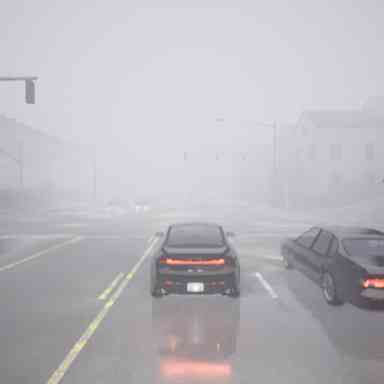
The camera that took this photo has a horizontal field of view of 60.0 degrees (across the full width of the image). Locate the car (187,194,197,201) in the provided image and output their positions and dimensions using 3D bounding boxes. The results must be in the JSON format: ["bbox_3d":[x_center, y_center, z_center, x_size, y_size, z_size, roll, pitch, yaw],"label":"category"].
[{"bbox_3d":[0.019,1.219,69.212,2.033,1.411,5.357,0,0,0],"label":"car"}]

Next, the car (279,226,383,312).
[{"bbox_3d":[3.577,1.509,7.870,2.033,1.411,5.357,0,0,0],"label":"car"}]

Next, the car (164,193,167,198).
[{"bbox_3d":[-6.979,0.800,79.122,1.882,1.535,5.008,0,0,0],"label":"car"}]

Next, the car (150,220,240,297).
[{"bbox_3d":[0.078,1.464,8.446,1.837,1.490,4.892,0,0,0],"label":"car"}]

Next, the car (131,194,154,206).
[{"bbox_3d":[-7.073,1.332,47.989,1.994,1.385,4.181,0,0,0],"label":"car"}]

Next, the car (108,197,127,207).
[{"bbox_3d":[-10.575,1.373,47.345,1.895,1.301,4.718,0,0,0],"label":"car"}]

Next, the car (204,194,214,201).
[{"bbox_3d":[3.517,1.217,69.211,2.033,1.411,5.357,0,0,0],"label":"car"}]

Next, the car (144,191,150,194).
[{"bbox_3d":[-10.479,0.547,79.092,2.150,2.045,5.566,0,0,0],"label":"car"}]

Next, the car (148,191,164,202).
[{"bbox_3d":[-7.021,1.194,63.930,1.837,1.490,4.892,0,1,1],"label":"car"}]

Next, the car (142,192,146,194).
[{"bbox_3d":[-10.513,1.218,63.965,1.812,1.442,4.674,0,0,1],"label":"car"}]
